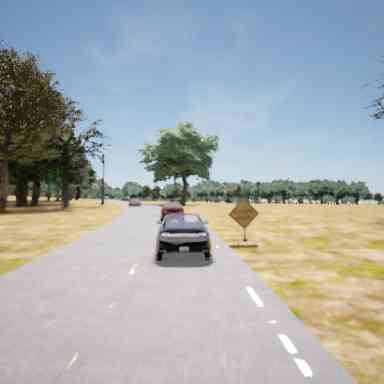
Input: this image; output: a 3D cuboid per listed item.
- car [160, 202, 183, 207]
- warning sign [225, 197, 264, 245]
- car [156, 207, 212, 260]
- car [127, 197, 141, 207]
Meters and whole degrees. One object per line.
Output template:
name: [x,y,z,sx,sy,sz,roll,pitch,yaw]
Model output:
car: [-1.755,1.614,28.985,1.882,1.535,5.008,0,0,-6]
warning sign: [2.175,1.189,13.917,1.300,1.860,1.060,-3,-3,-3]
car: [-0.355,1.555,12.702,2.128,1.511,4.902,0,0,-3]
car: [-9.653,1.802,56.270,1.812,1.442,4.674,1,-1,-12]
